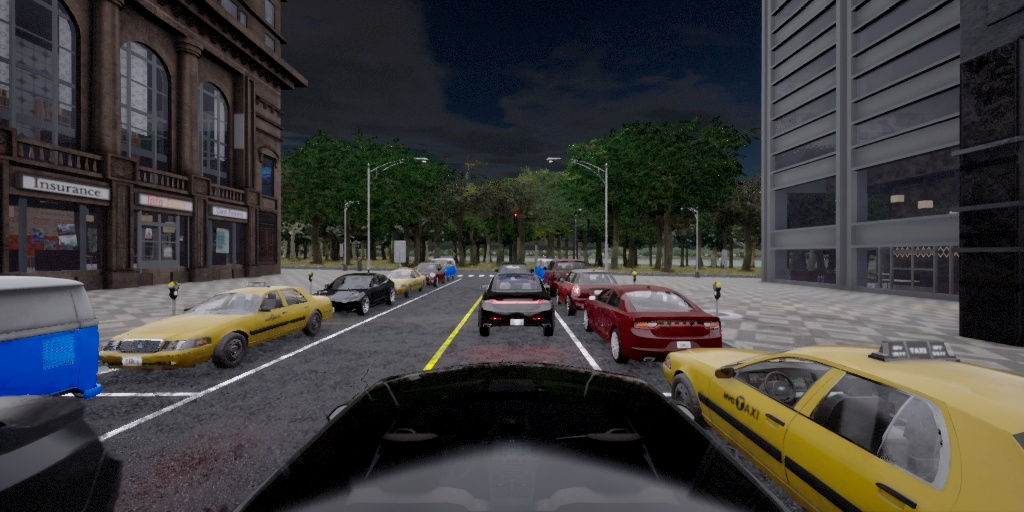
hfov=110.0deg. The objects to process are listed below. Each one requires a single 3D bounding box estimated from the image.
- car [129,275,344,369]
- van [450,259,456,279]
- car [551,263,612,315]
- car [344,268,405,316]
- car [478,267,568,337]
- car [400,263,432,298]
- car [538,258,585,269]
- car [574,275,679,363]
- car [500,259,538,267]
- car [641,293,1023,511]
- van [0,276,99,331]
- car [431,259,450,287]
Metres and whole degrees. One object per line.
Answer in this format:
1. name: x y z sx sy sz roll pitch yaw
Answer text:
1. car: -5.754 1.275 7.845 1.751 1.417 4.829 0 0 0
2. van: -5.719 1.094 29.765 1.690 1.789 3.998 0 0 0
3. car: 2.780 1.190 13.439 1.967 1.591 4.097 0 0 0
4. car: -5.745 1.316 13.452 1.948 1.339 4.313 0 0 0
5. car: 0.114 1.242 10.316 2.128 1.511 4.902 0 0 0
6. car: -5.737 1.277 18.720 1.751 1.417 4.829 0 0 0
7. car: 2.789 1.066 18.877 2.192 1.841 5.009 0 0 0
8. car: 2.772 1.295 8.002 1.888 1.381 4.507 0 0 0
9. car: 0.128 1.103 19.281 2.097 1.767 4.553 0 0 1
10. car: 2.763 1.275 2.734 1.751 1.417 4.829 0 0 0
11. van: -5.762 1.091 2.578 1.690 1.789 3.998 0 0 0
12. car: -5.728 1.192 24.327 1.967 1.591 4.097 0 0 0
